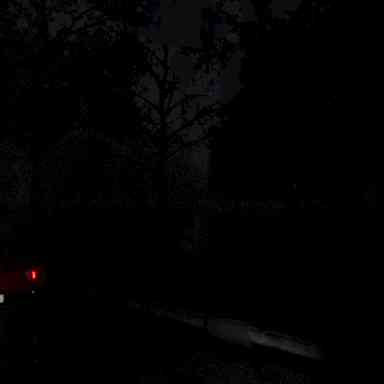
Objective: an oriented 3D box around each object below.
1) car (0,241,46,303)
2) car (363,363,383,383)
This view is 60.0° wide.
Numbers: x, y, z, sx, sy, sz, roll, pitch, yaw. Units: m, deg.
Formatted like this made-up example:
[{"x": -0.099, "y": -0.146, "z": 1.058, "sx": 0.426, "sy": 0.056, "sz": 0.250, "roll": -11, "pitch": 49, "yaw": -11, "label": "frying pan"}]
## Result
[{"x": -5.265, "y": 1.625, "z": 7.160, "sx": 4.718, "sy": 1.301, "sz": 1.895, "roll": 0, "pitch": 0, "yaw": 36, "label": "car"}, {"x": 3.183, "y": 1.501, "z": 1.108, "sx": 4.892, "sy": 1.490, "sz": 1.837, "roll": 0, "pitch": 0, "yaw": 35, "label": "car"}]
